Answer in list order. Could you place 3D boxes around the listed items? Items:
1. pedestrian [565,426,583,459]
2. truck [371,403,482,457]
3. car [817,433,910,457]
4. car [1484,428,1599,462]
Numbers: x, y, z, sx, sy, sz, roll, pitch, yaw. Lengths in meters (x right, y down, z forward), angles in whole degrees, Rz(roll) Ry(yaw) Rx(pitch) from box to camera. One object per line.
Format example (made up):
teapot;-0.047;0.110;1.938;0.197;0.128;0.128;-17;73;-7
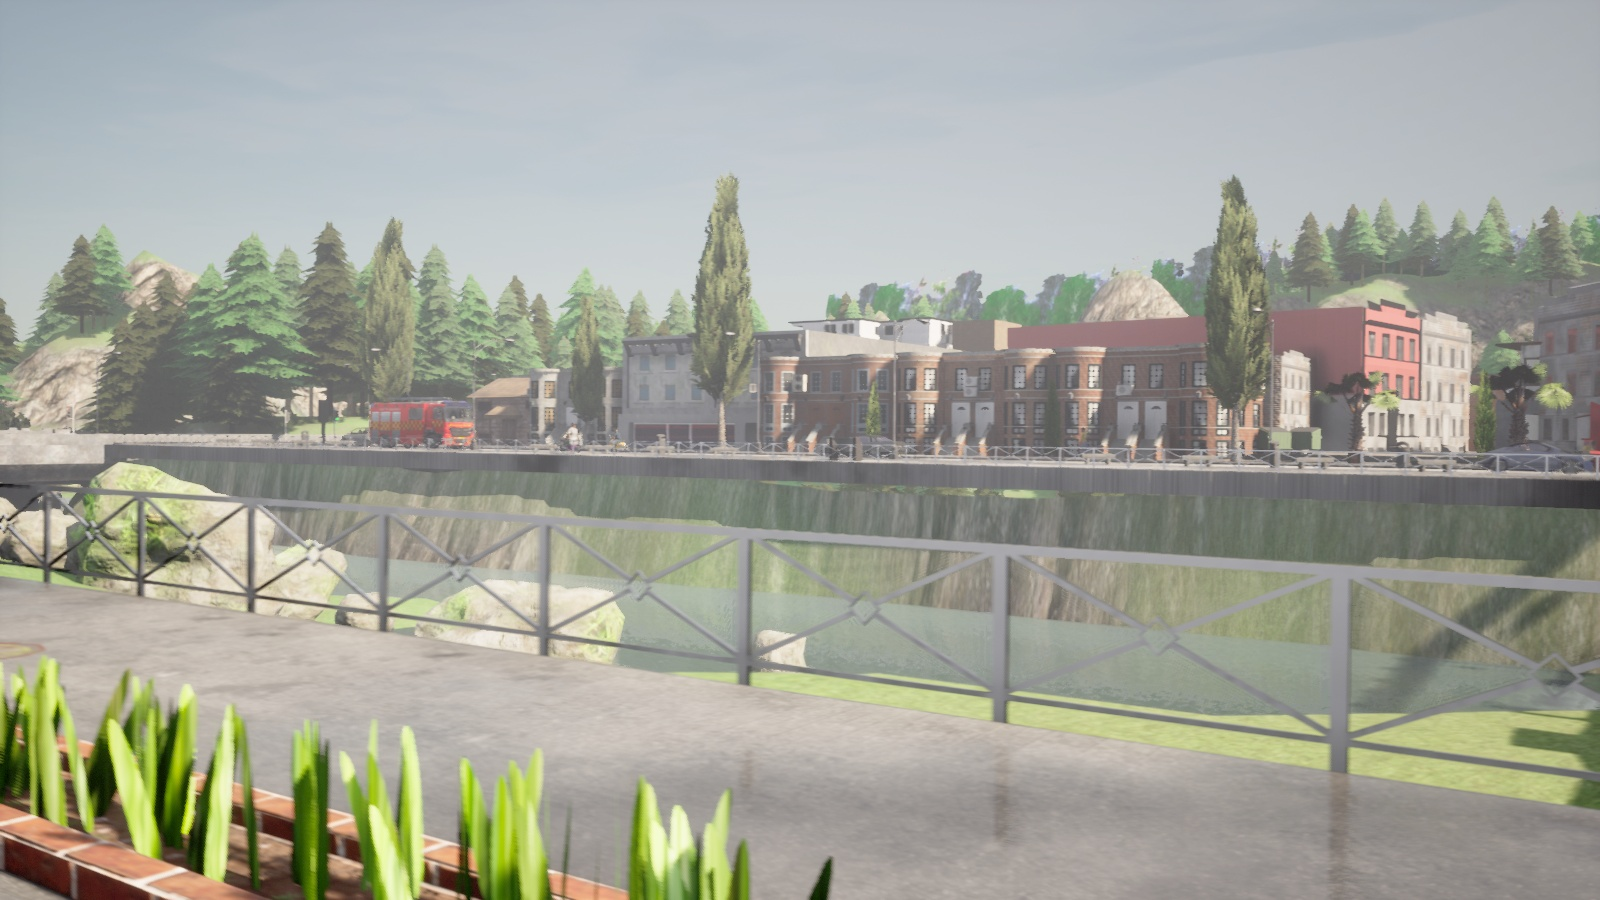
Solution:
pedestrian;-13.394;-0.453;74.426;0.873;1.952;0.659;0;1;43
truck;-27.269;-1.435;91.533;8.468;3.827;2.891;0;1;34
car;3.806;-0.289;75.723;5.357;1.411;2.033;0;1;34
car;31.202;-0.207;52.733;4.181;1.385;1.994;0;1;34
